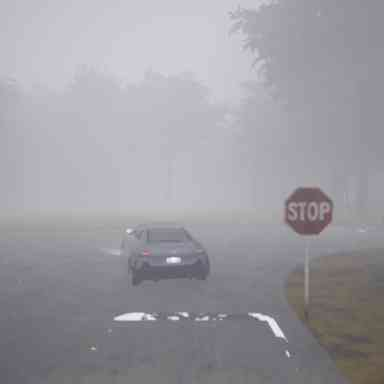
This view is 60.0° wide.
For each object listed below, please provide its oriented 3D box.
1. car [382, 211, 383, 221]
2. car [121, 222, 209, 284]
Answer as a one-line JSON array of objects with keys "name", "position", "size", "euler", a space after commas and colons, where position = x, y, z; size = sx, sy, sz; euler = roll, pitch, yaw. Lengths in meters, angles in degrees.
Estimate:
[{"name": "car", "position": [13.148, 0.906, 17.585], "size": [5.566, 2.045, 2.150], "euler": [-1, 1, -1]}, {"name": "car", "position": [-0.943, 1.554, 9.718], "size": [1.994, 1.385, 4.181], "euler": [0, 0, -15]}]
